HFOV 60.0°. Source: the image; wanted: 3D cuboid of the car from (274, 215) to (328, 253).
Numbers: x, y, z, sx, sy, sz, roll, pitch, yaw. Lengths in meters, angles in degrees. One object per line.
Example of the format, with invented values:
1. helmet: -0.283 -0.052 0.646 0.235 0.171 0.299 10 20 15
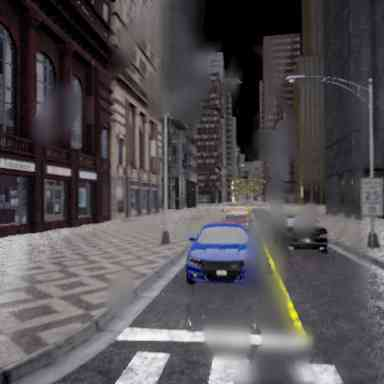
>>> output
1. car: 4.947 1.830 15.556 1.882 1.535 5.008 -1 -1 10

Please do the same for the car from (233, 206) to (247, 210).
1. car: 5.222 2.315 36.132 1.882 1.535 5.008 -1 -1 9

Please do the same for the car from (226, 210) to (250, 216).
1. car: 3.099 2.146 23.234 1.895 1.301 4.718 -1 -1 9

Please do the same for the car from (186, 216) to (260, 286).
1. car: 1.022 1.731 10.484 1.882 1.535 5.008 0 -1 7
